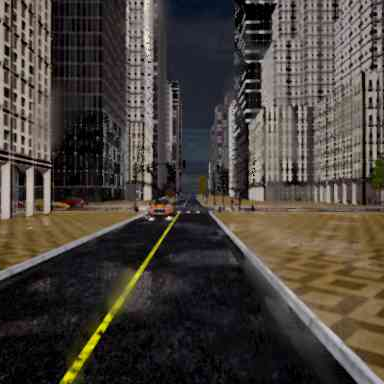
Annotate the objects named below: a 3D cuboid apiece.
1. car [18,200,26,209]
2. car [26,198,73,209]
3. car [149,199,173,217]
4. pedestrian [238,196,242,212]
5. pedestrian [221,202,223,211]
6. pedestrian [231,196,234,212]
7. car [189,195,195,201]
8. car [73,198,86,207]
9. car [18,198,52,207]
[{"bbox_3d":[-24.741,1.374,44.225,5.009,1.841,2.192,0,-1,-1],"label":"car"},{"bbox_3d":[-18.894,1.619,44.287,4.829,1.417,1.752,0,-1,-1],"label":"car"},{"bbox_3d":[-3.043,1.507,33.719,2.097,1.767,4.553,0,0,1],"label":"car"},{"bbox_3d":[5.636,1.408,39.250,0.375,1.860,0.375,0,0,0],"label":"pedestrian"},{"bbox_3d":[3.636,1.702,39.848,0.500,1.100,0.500,0,0,0],"label":"pedestrian"},{"bbox_3d":[4.636,1.348,38.650,0.375,1.860,0.375,0,0,0],"label":"pedestrian"},{"bbox_3d":[0.002,1.834,91.798,2.033,1.411,5.357,0,0,0],"label":"car"},{"bbox_3d":[-19.204,1.604,52.924,4.097,1.590,1.967,0,-1,-1],"label":"car"},{"bbox_3d":[-24.881,1.680,52.800,4.403,1.369,2.008,0,-1,-1],"label":"car"}]
